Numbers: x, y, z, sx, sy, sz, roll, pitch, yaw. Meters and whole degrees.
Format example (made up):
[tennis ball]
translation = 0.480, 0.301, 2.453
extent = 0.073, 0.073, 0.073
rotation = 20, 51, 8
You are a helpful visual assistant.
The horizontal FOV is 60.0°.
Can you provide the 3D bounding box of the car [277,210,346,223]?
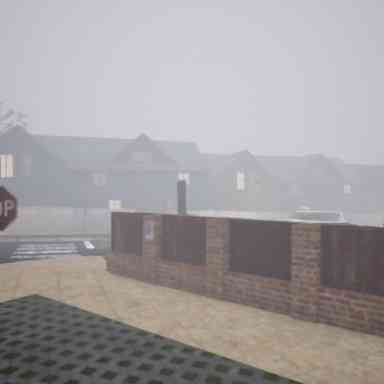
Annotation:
[car]
translation = 7.942, 2.250, 22.675
extent = 5.566, 2.045, 2.150
rotation = 2, -2, -22
